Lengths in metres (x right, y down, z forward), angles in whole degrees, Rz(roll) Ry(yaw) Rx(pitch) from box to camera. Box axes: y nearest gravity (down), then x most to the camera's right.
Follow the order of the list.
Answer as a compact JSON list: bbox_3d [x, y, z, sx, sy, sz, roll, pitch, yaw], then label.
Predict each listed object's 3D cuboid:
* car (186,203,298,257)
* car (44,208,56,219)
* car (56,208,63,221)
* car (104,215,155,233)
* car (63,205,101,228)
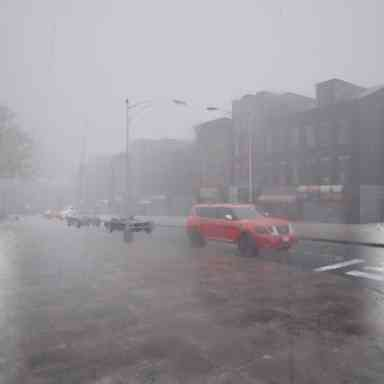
[{"bbox_3d":[1.924,1.518,14.694,2.150,2.045,5.566,-1,-2,-35],"label":"car"},{"bbox_3d":[-22.698,3.475,54.310,2.097,1.767,4.553,0,-2,-36],"label":"car"},{"bbox_3d":[-16.573,2.890,45.719,2.150,2.045,5.566,0,-2,-35],"label":"car"},{"bbox_3d":[-4.542,2.284,23.766,1.895,1.301,4.718,0,-2,-36],"label":"car"},{"bbox_3d":[-10.511,2.436,32.148,2.097,1.767,4.553,0,-2,-35],"label":"car"}]
